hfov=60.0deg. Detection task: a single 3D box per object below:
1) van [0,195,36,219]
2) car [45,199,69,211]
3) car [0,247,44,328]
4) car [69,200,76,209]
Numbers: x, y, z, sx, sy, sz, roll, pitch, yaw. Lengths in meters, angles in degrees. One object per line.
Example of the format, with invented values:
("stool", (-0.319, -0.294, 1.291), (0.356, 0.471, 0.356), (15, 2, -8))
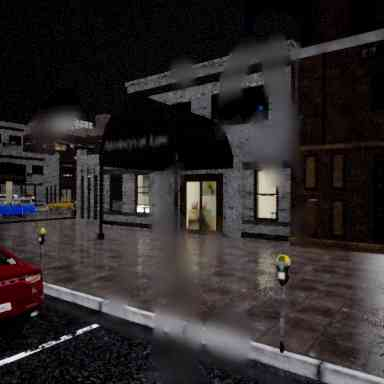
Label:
("van", (-15.640, 1.413, 28.724), (1.690, 1.788, 3.998), (0, 0, 35))
("car", (-16.244, 1.569, 42.453), (1.752, 1.417, 4.829), (0, 0, 35))
("car", (-4.547, 1.544, 6.110), (4.507, 1.381, 1.887), (0, 0, 35))
("car", (-12.547, 1.292, 43.203), (2.150, 2.045, 5.566), (0, 0, 35))
